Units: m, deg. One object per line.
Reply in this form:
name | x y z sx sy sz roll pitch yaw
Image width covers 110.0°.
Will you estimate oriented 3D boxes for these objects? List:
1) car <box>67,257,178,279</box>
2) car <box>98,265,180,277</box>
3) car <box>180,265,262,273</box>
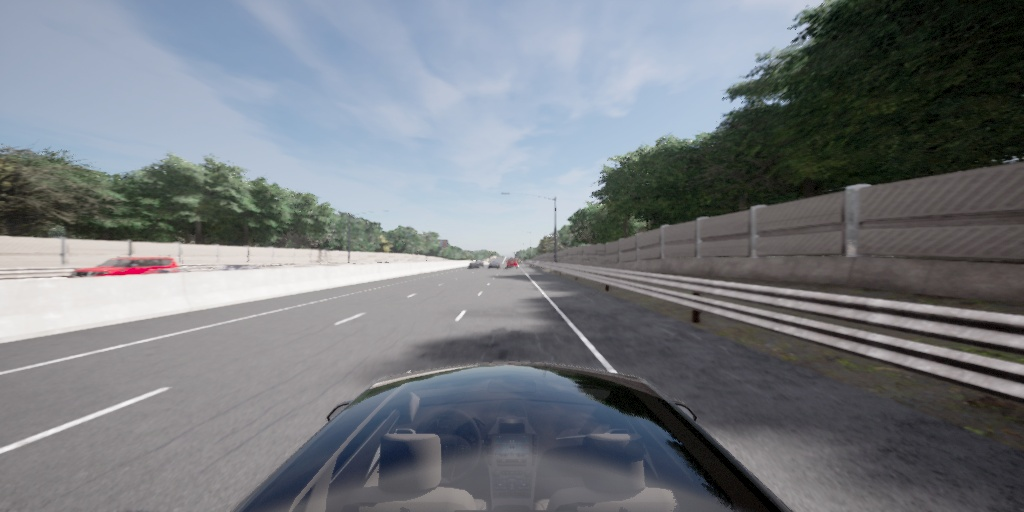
car | -24.581 1.066 23.128 2.150 2.045 5.566 0 -1 0
car | -21.086 1.434 21.541 1.895 1.301 4.718 0 0 0
car | -17.582 1.331 22.740 2.128 1.511 4.902 0 0 0
